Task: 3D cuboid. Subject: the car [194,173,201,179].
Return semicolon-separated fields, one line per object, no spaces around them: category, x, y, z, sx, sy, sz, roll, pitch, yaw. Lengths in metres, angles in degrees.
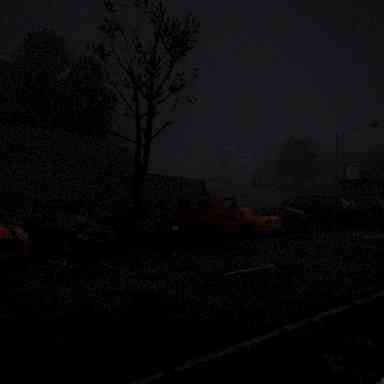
car;3.463;-4.085;92.201;2.185;1.767;4.553;4;1;33

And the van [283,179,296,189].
van;20.845;-1.491;67.527;1.878;1.987;4.442;7;4;35

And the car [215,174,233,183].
car;8.845;-3.176;85.010;1.946;1.575;5.366;7;3;34

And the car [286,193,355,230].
car;7.199;1.263;21.675;5.566;2.045;2.435;-1;-1;35

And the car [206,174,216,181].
car;6.992;-3.699;87.268;2.435;2.045;5.566;7;3;34

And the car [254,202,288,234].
car;2.168;1.504;18.285;5.366;1.575;1.946;-1;-1;35

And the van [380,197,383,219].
van;12.248;1.297;25.055;4.442;1.987;1.878;-1;-1;35

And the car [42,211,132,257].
car;-5.011;1.495;12.959;4.892;1.521;2.231;-1;-1;34

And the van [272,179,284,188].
van;19.113;-1.764;69.996;1.878;1.987;4.442;7;4;35

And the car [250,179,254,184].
car;15.703;-2.043;75.045;2.002;1.452;4.674;7;3;35

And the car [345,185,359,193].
car;27.824;-0.426;57.786;2.435;2.045;5.566;7;3;35

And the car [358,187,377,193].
car;29.518;0.136;55.315;2.002;1.452;4.674;7;3;35

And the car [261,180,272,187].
car;17.536;-1.812;72.726;1.946;1.575;5.366;7;3;35

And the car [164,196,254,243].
car;-0.150;1.249;16.455;5.566;2.045;2.435;-1;-1;34

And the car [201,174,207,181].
car;5.195;-3.850;89.732;2.185;1.767;4.553;6;3;34

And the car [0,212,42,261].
car;-7.476;1.367;11.231;4.553;1.767;2.185;-1;-1;34

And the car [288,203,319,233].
car;4.773;1.549;19.915;4.674;1.452;2.002;-1;-1;35

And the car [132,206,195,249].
car;-2.593;1.525;14.708;4.792;1.488;2.163;-1;-1;34

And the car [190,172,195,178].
car;1.689;-4.362;94.546;2.435;2.045;5.566;1;-1;34

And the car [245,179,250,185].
car;13.958;-2.317;77.505;2.002;1.452;4.674;7;3;35

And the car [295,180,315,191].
car;22.607;-0.992;65.166;2.231;1.521;4.892;7;3;35

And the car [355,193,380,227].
car;9.711;1.268;23.383;5.566;2.045;2.435;-1;-1;35
